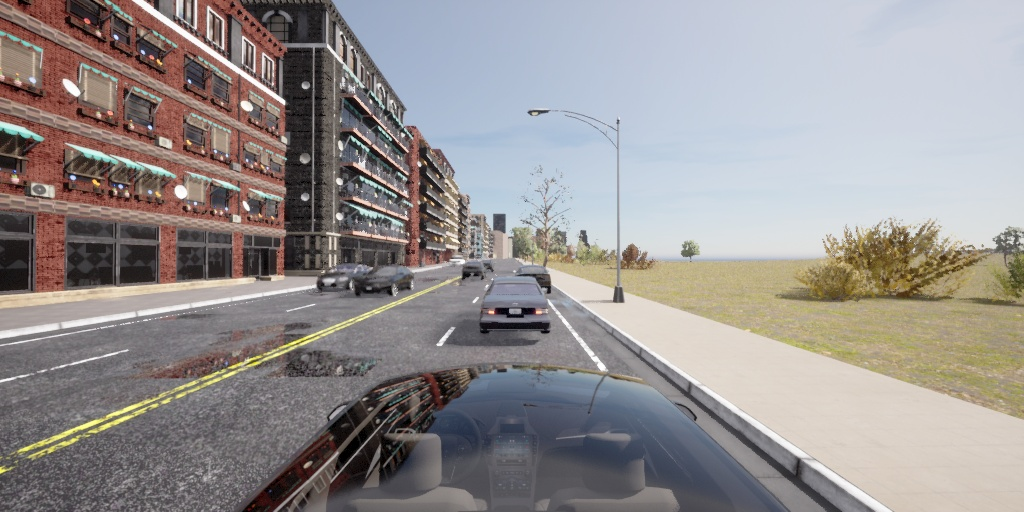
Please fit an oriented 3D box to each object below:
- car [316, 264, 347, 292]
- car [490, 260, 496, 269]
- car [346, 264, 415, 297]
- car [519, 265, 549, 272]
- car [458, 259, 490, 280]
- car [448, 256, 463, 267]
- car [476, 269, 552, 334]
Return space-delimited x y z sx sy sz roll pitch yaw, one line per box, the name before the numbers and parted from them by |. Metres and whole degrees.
car | -9.880 1.243 21.696 2.128 1.511 4.902 0 0 0
car | -3.214 1.255 45.760 1.837 1.490 4.892 0 0 0
car | -6.626 1.229 19.112 1.882 1.535 5.008 0 0 0
car | 1.109 1.230 20.396 1.882 1.535 5.008 0 0 0
car | -3.194 1.252 31.066 1.837 1.490 4.892 0 -1 0
car | -9.895 0.968 64.100 2.150 2.045 5.566 0 0 0
car | 0.089 1.299 10.632 2.033 1.411 5.357 0 0 0
